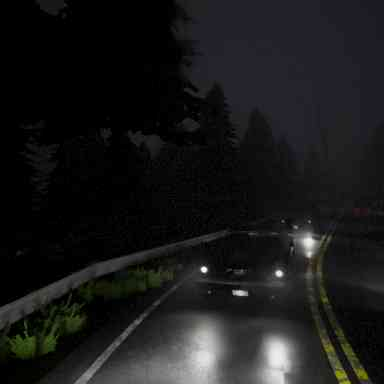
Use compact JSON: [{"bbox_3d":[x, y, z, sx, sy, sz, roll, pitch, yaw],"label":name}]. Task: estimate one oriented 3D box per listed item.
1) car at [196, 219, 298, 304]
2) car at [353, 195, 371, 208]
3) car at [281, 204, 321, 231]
[{"bbox_3d":[1.587,1.599,8.411,1.895,1.301,4.718,-1,0,18],"label":"car"},{"bbox_3d":[20.625,1.060,40.233,2.128,1.511,4.902,-2,0,28],"label":"car"},{"bbox_3d":[6.669,1.460,20.052,2.033,1.411,5.357,-2,0,26],"label":"car"}]
